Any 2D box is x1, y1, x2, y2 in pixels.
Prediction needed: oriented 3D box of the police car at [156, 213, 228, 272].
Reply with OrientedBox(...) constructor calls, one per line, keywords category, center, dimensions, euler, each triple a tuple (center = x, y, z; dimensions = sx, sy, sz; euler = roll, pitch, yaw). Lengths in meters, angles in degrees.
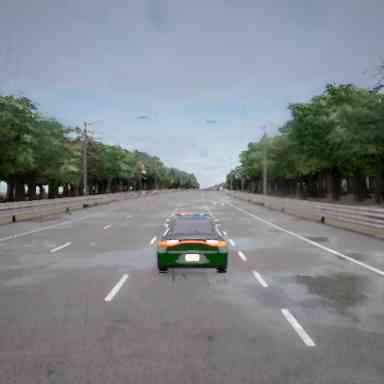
OrientedBox(category="police car", center=(0.007, 1.458, 10.893), dimensions=(2.038, 1.542, 4.974), euler=(0, 1, 0))
